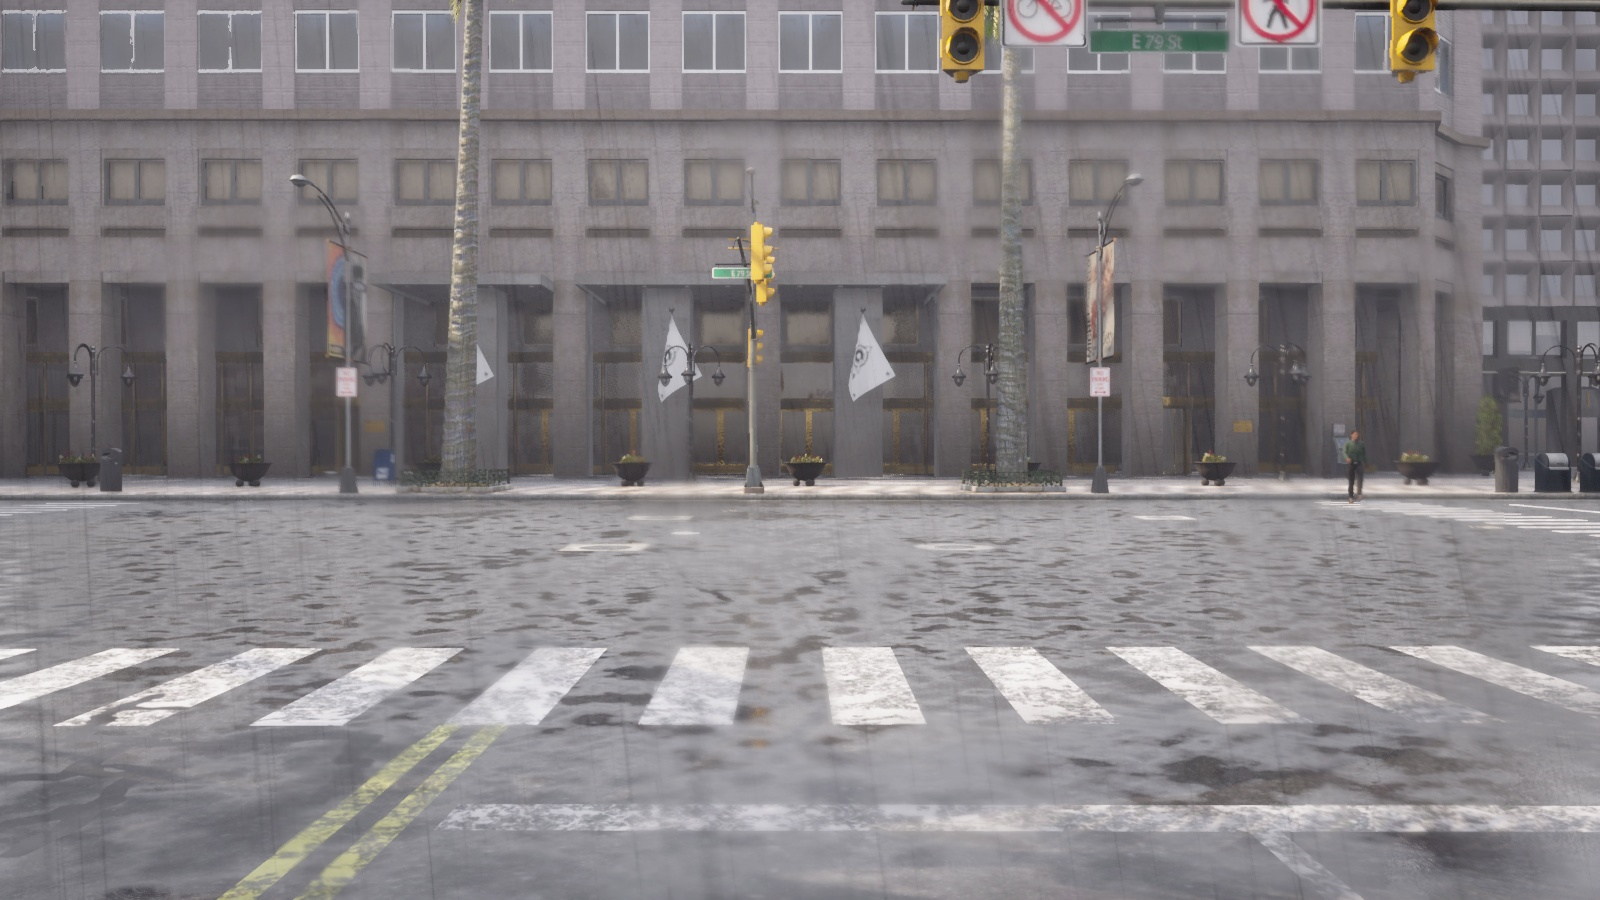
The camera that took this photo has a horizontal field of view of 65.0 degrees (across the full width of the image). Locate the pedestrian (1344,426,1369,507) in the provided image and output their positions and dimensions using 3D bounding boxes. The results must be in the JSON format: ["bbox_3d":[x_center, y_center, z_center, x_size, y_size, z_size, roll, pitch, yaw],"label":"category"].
[{"bbox_3d":[13.485,0.391,30.439,0.423,1.949,0.788,0,0,13],"label":"pedestrian"}]
